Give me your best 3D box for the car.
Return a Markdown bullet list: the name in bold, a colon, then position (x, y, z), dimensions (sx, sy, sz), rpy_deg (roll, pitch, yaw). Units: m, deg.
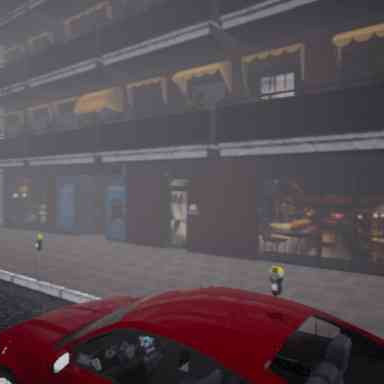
- **car**: position (-0.003, 1.541, 2.820), dimensions (4.507, 1.381, 1.887), rpy_deg (0, 1, 35)
